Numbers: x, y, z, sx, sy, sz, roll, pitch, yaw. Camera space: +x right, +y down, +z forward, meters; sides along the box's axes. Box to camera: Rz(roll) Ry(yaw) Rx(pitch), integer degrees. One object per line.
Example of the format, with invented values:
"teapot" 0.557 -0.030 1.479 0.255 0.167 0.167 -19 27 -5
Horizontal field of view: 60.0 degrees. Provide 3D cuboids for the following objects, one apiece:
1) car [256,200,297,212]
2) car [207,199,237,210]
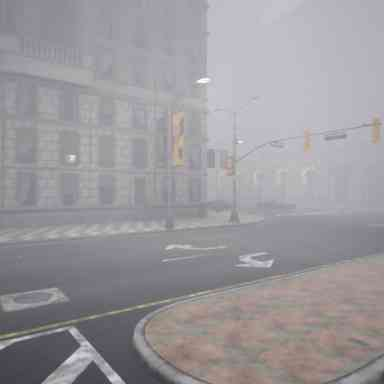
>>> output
"car" 10.004 1.601 39.570 1.895 1.301 4.718 0 0 -36
"car" 3.770 1.564 42.273 1.994 1.385 4.181 0 0 -36
